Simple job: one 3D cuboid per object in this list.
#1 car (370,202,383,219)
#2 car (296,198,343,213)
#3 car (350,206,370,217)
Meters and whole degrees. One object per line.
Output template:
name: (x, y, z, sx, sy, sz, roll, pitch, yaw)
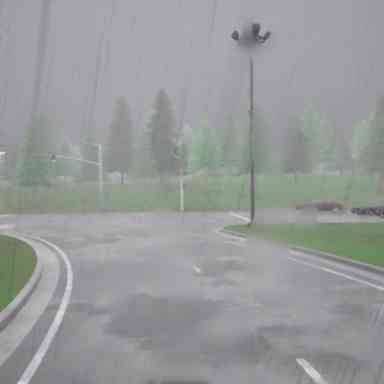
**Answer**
car: (17.110, 1.535, 26.251, 4.718, 1.301, 1.895, 0, 0, -3)
car: (13.957, 1.466, 36.576, 5.008, 1.535, 1.882, -1, 0, -3)
car: (16.792, 1.547, 29.737, 4.718, 1.301, 1.895, 0, 0, -3)
